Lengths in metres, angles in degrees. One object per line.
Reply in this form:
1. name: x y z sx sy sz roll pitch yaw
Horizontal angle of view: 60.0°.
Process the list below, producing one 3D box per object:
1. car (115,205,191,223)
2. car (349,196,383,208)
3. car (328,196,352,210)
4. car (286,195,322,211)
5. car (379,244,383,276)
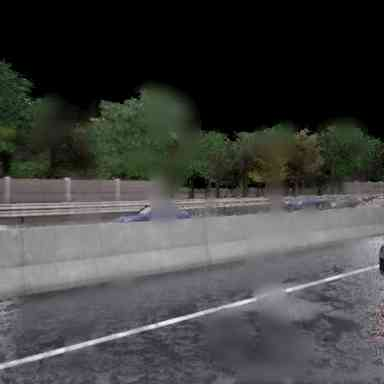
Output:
1. car: -2.205 1.489 19.545 4.674 1.442 1.812 0 0 -35
2. car: 15.519 1.287 27.507 5.008 1.535 1.882 -1 0 -34
3. car: 17.118 1.220 36.935 4.902 1.511 2.128 -1 1 -34
4. car: 12.549 1.128 37.314 4.553 1.767 2.097 -1 0 -37
5. car: 6.584 1.467 8.364 4.892 1.490 1.837 -1 0 -35
